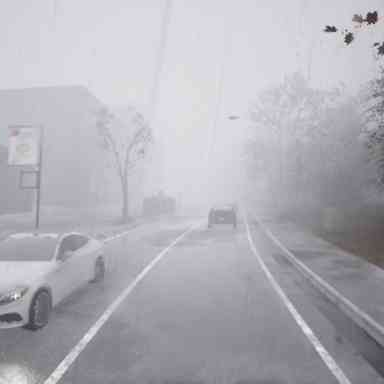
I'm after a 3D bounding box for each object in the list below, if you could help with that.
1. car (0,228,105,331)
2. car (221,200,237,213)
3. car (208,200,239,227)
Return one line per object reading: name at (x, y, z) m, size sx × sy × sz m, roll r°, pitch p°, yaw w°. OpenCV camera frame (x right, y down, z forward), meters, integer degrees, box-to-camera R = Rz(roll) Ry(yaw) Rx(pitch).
car at (-3.282, 1.566, 7.106) m, size 1.812 × 1.442 × 4.674 m, roll 0°, pitch 0°, yaw 3°
car at (4.709, 1.730, 41.464) m, size 1.812 × 1.442 × 4.674 m, roll -1°, pitch 0°, yaw 8°
car at (2.224, 1.588, 23.759) m, size 1.882 × 1.535 × 5.008 m, roll -1°, pitch 0°, yaw 8°
